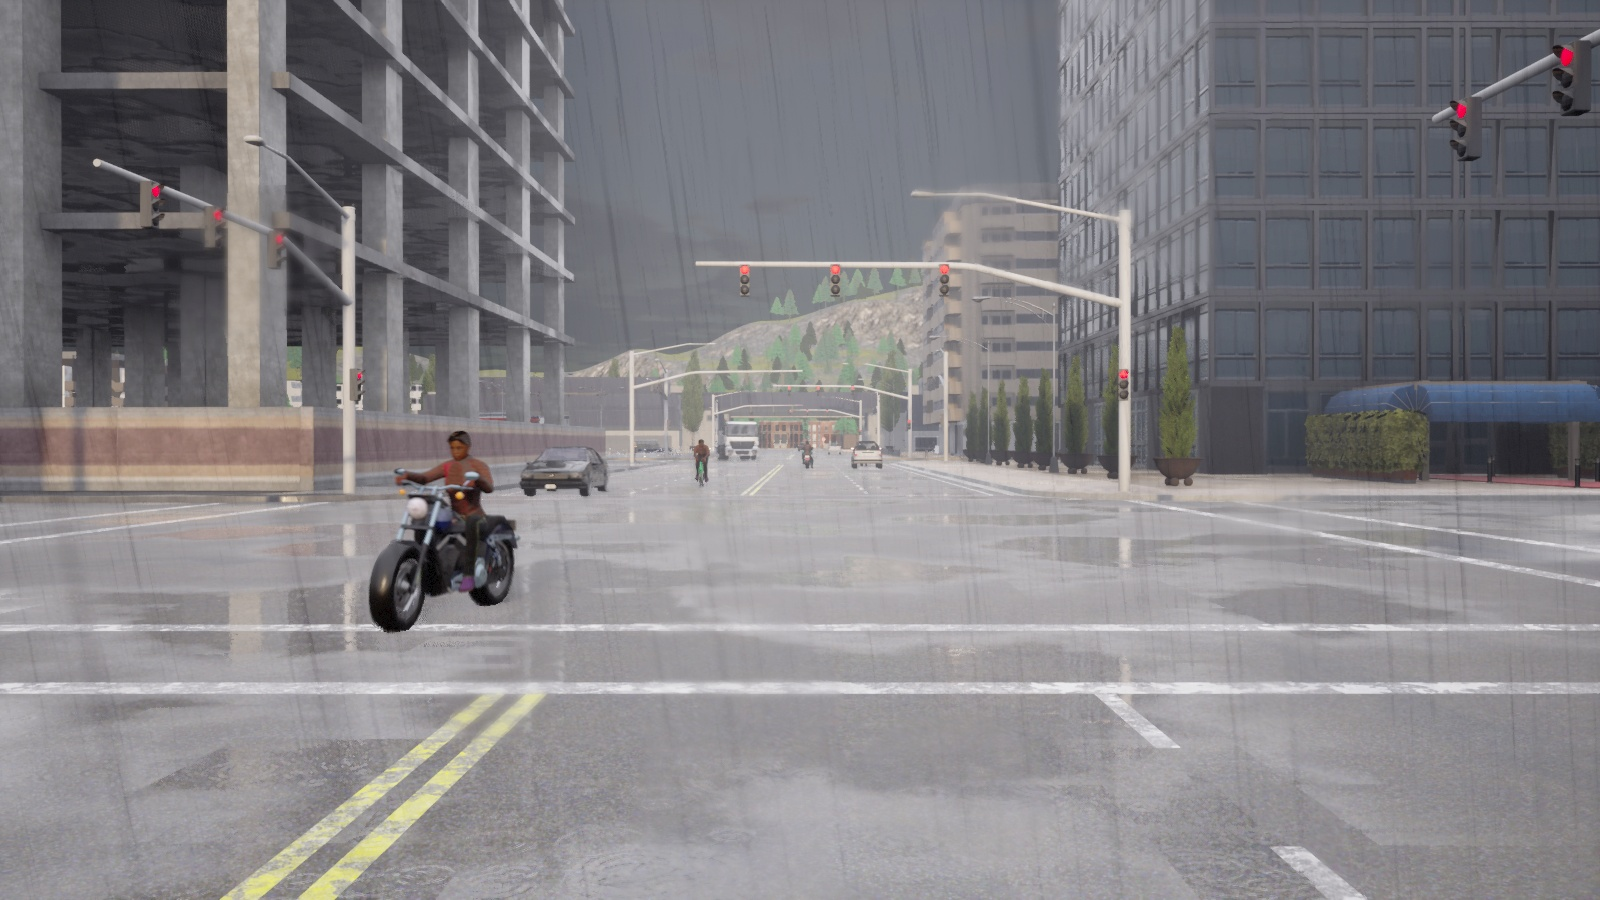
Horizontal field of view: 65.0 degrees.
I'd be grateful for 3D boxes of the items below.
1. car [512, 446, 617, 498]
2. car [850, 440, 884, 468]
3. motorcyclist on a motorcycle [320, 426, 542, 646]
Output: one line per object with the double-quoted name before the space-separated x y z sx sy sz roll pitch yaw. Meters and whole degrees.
"car" -6.779 0.581 36.734 2.033 1.411 5.357 0 0 0
"car" 3.927 0.229 74.133 1.851 1.617 3.988 0 0 1
"motorcyclist on a motorcycle" -3.046 0.634 10.682 0.766 1.649 2.350 1 1 12
